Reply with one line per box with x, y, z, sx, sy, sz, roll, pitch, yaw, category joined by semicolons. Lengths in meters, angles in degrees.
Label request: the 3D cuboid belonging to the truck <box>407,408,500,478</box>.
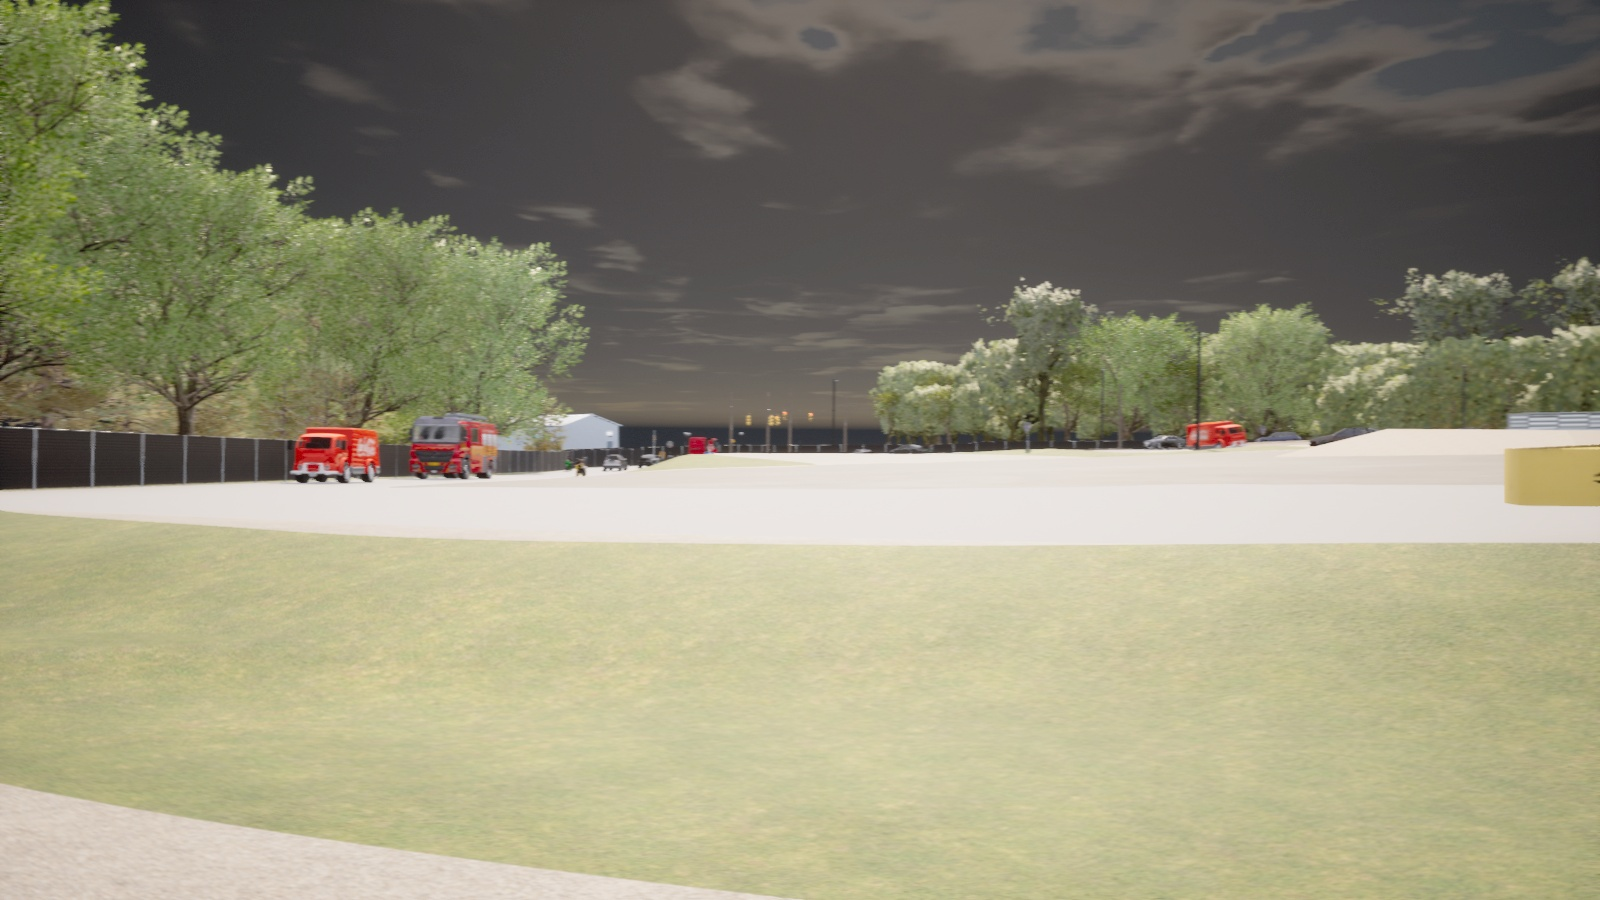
-20.294;-0.346;74.144;2.891;3.827;8.468;1;-1;1;truck

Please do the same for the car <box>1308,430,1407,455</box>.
35.358;-0.461;79.742;5.357;1.411;2.033;-1;1;38;car

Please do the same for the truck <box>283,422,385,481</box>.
-20.763;0.088;56.225;2.627;2.467;5.204;1;-1;0;truck
